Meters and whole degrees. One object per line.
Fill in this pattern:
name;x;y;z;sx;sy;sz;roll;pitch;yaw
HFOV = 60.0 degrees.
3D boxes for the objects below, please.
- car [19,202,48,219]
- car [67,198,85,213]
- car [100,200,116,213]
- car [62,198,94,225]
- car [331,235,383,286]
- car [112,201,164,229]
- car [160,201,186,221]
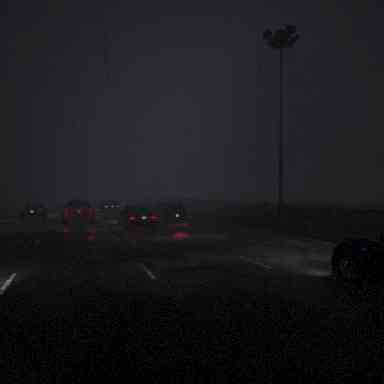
car;-13.646;1.562;28.781;1.994;1.385;4.181;0;0;-20
car;-13.491;1.476;38.741;1.882;1.535;5.008;0;0;-20
car;-9.143;1.546;36.972;2.033;1.411;5.357;0;0;-20
car;-8.457;1.351;24.654;2.097;1.767;4.553;0;0;-20
car;5.237;1.352;7.148;2.097;1.767;4.553;0;0;-20
car;-3.651;1.547;21.611;2.033;1.411;5.357;0;0;-20
car;-1.922;1.504;27.174;1.837;1.490;4.892;0;0;-20
